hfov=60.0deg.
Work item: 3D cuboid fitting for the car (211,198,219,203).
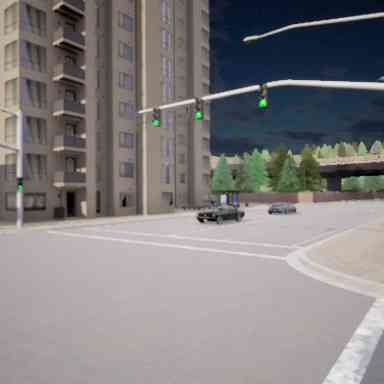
[{"bbox_3d":[3.897,1.966,67.848,4.902,1.511,2.128,-1,-1,37],"label":"car"}]

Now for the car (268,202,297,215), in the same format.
[{"bbox_3d":[9.904,1.777,36.479,1.994,1.385,4.181,-1,0,37],"label":"car"}]

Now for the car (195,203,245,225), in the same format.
[{"bbox_3d":[2.294,1.797,26.395,1.895,1.301,4.718,-1,-1,37],"label":"car"}]
